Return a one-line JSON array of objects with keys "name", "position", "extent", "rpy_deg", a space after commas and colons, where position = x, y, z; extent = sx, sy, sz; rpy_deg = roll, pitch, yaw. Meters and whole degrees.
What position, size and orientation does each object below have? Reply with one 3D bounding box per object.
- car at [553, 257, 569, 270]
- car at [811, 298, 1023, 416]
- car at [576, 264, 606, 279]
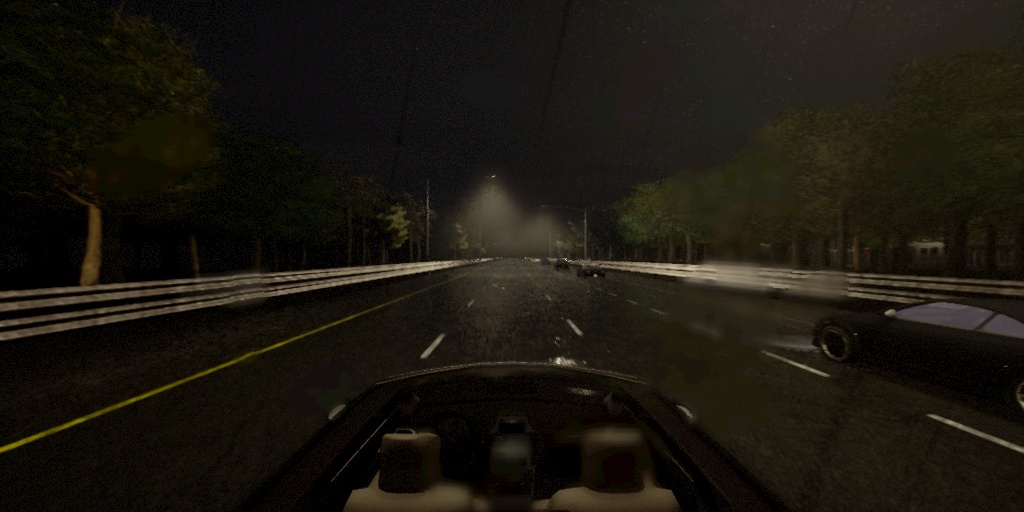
[{"name": "car", "position": [7.102, 1.284, 52.307], "extent": [1.882, 1.535, 5.008], "rpy_deg": [0, 0, 0]}, {"name": "car", "position": [7.000, 1.315, 5.449], "extent": [1.994, 1.385, 4.181], "rpy_deg": [0, 0, 0]}, {"name": "car", "position": [7.031, 1.379, 32.428], "extent": [1.895, 1.301, 4.718], "rpy_deg": [0, 0, 0]}]
